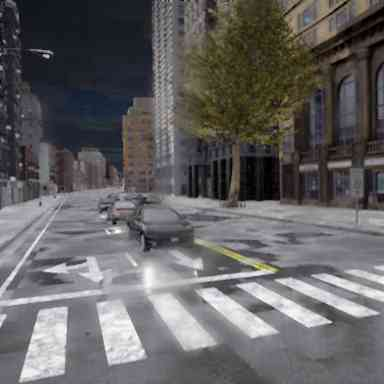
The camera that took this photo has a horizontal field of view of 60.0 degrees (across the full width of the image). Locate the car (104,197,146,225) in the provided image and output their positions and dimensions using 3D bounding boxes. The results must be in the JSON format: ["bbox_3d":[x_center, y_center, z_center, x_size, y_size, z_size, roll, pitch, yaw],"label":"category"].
[{"bbox_3d":[-4.605,1.319,22.447,1.812,1.442,4.674,-1,1,-20],"label":"car"}]

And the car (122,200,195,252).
[{"bbox_3d":[-1.426,1.332,13.608,1.882,1.535,5.008,-1,1,-20],"label":"car"}]

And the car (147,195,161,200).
[{"bbox_3d":[-5.425,1.042,44.363,1.994,1.385,4.181,-1,1,-19],"label":"car"}]

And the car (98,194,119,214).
[{"bbox_3d":[-8.188,1.260,32.428,2.033,1.411,5.357,-1,1,-19],"label":"car"}]

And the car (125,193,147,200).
[{"bbox_3d":[-7.234,1.072,39.919,2.128,1.511,4.902,-1,1,-20],"label":"car"}]

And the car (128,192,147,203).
[{"bbox_3d":[-8.870,0.874,53.758,2.128,1.511,4.902,-1,1,-20],"label":"car"}]
